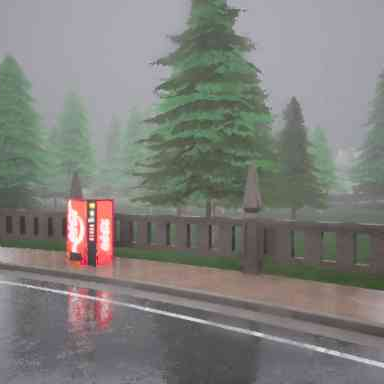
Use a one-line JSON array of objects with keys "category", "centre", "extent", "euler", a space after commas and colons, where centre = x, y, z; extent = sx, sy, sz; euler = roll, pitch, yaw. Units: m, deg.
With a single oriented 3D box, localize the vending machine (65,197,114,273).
[{"category": "vending machine", "centre": [-3.012, 1.195, 9.875], "extent": [0.880, 2.100, 1.100], "euler": [0, 0, 25]}]
